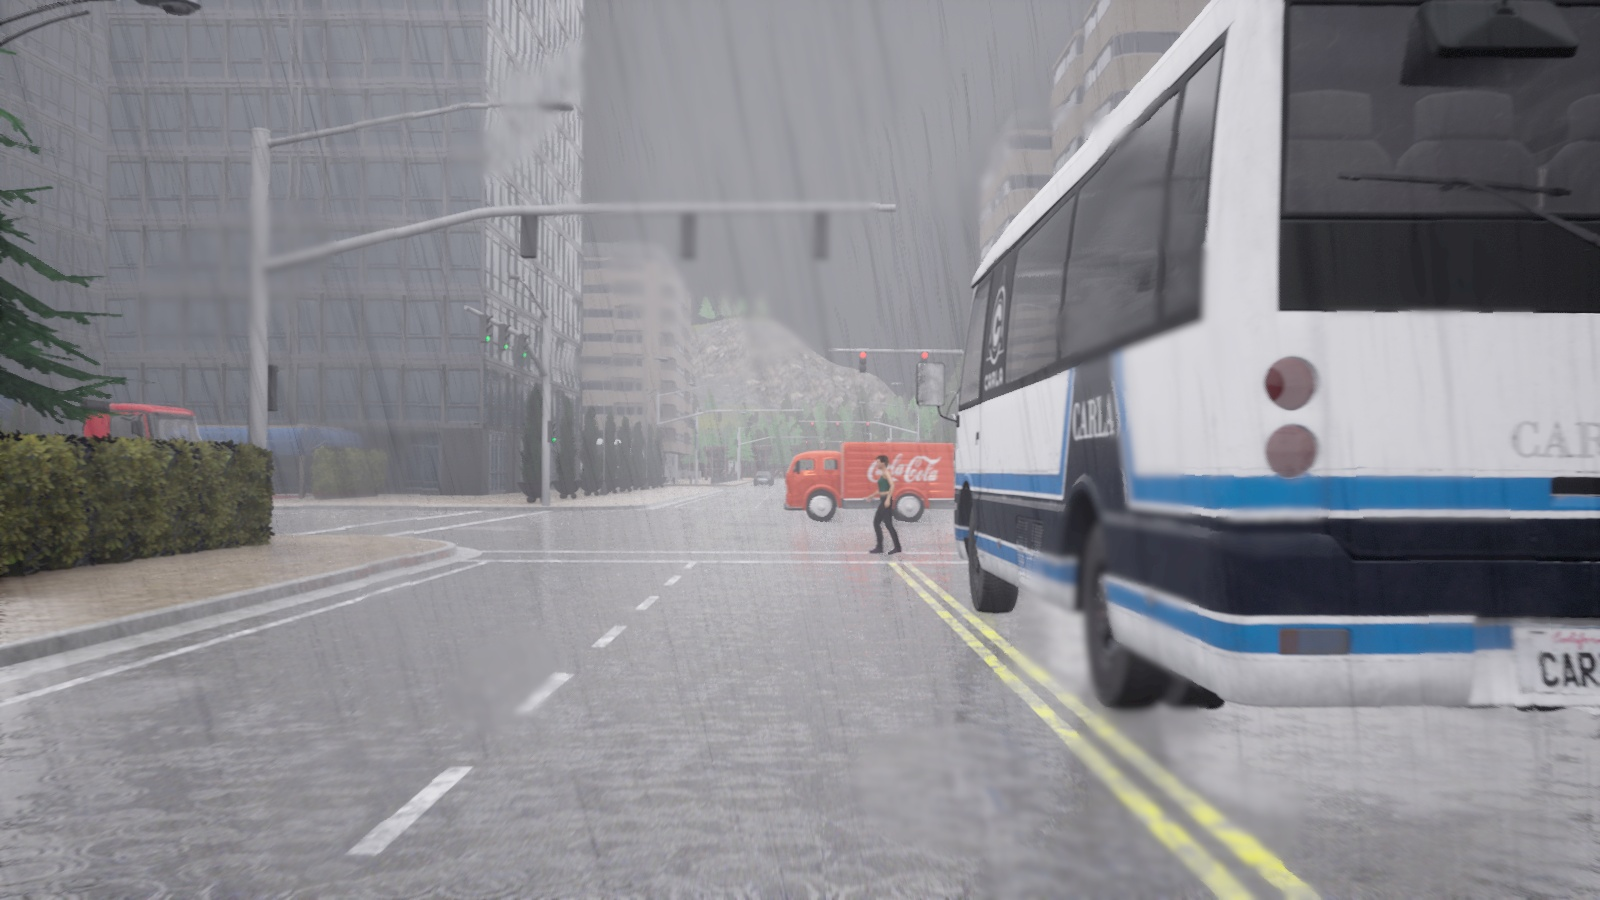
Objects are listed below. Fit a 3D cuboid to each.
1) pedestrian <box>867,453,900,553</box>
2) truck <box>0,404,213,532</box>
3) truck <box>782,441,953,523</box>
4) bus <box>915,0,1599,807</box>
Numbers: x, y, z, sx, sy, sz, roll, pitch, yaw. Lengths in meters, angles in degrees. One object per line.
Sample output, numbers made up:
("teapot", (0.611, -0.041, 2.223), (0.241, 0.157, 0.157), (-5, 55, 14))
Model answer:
("pedestrian", (1.535, 0.970, 23.134), (0.594, 1.836, 0.345), (0, -1, 6))
("truck", (-21.310, 0.514, 35.617), (7.936, 3.462, 2.891), (0, -1, -1))
("truck", (2.030, 0.979, 39.400), (5.204, 2.467, 2.627), (0, -1, -1))
("bus", (3.468, -0.392, 11.002), (3.944, 4.253, 10.273), (0, -1, 0))
